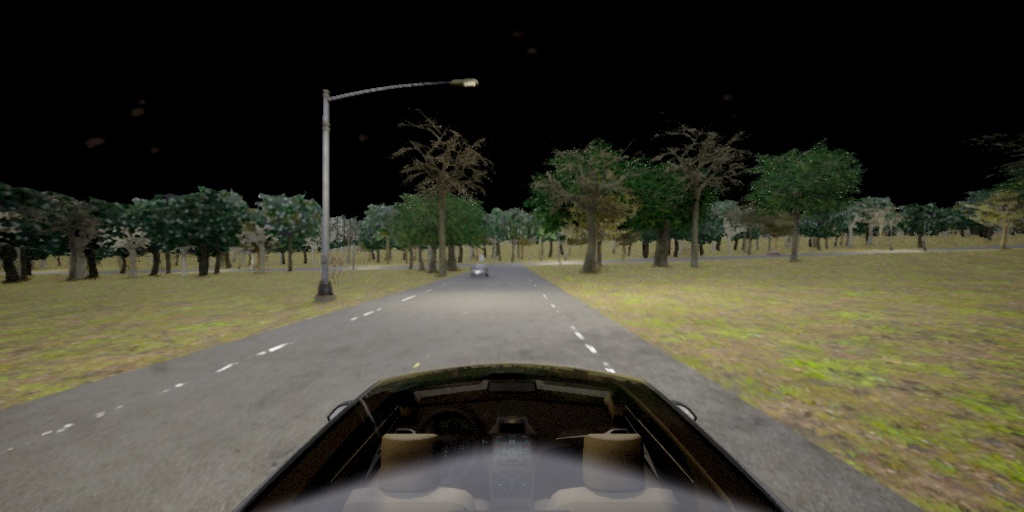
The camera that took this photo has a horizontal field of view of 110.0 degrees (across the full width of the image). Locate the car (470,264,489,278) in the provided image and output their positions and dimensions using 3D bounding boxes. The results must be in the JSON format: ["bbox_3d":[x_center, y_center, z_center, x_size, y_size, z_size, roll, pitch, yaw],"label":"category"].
[{"bbox_3d":[-3.569,1.599,39.914,2.128,1.511,4.902,0,-1,0],"label":"car"}]
